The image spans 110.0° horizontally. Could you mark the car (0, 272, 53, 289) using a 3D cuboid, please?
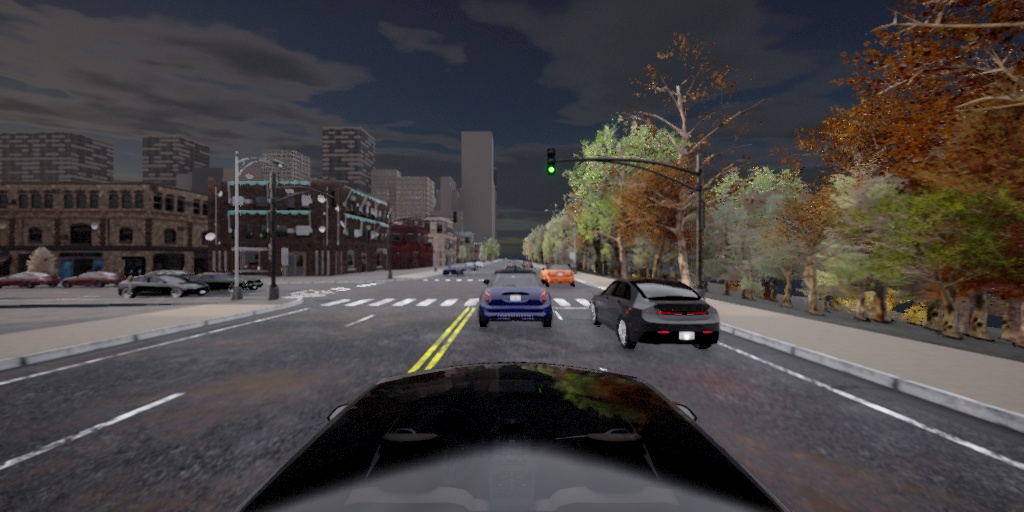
[{"bbox_3d":[-39.359,1.939,29.150,4.207,1.307,1.802,0,0,0],"label":"car"}]

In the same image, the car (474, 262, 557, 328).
[{"bbox_3d":[0.097,1.185,11.913,2.097,1.767,4.553,0,0,0],"label":"car"}]

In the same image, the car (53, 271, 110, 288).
[{"bbox_3d":[-33.825,1.877,29.145,4.207,1.307,1.802,0,0,0],"label":"car"}]

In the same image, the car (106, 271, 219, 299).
[{"bbox_3d":[-19.954,1.719,20.631,4.313,1.339,1.948,0,0,0],"label":"car"}]

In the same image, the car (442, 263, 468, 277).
[{"bbox_3d":[-6.603,1.663,40.986,1.895,1.301,4.718,0,0,2],"label":"car"}]

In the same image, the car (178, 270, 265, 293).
[{"bbox_3d":[-18.959,1.737,23.339,4.718,1.301,1.895,-1,0,0],"label":"car"}]

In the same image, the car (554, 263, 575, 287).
[{"bbox_3d":[3.342,1.305,26.999,2.097,1.767,4.553,0,0,0],"label":"car"}]

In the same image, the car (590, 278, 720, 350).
[{"bbox_3d":[3.347,1.315,9.296,1.837,1.490,4.892,0,-1,0],"label":"car"}]

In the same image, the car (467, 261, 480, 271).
[{"bbox_3d":[-6.578,1.710,56.621,1.812,1.442,4.674,0,-1,0],"label":"car"}]
